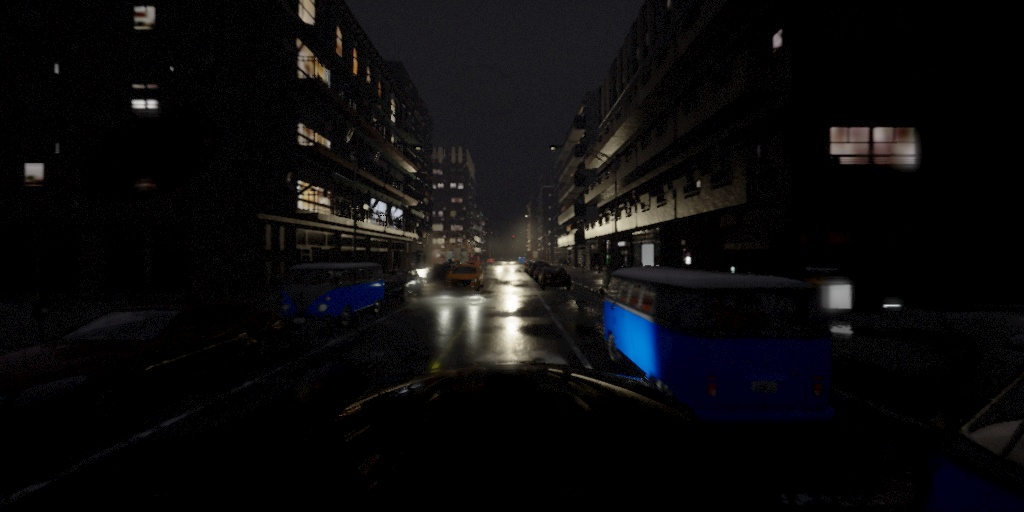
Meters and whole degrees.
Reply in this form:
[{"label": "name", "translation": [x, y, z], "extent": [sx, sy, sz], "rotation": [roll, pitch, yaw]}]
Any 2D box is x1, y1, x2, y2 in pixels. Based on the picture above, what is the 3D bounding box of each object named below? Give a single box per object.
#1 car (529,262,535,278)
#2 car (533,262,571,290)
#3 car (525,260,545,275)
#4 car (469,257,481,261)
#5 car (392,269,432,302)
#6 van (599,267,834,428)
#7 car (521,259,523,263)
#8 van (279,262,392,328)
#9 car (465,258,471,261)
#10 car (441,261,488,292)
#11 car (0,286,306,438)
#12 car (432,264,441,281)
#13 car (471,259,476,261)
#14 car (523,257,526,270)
[{"label": "car", "translation": [2.548, 1.327, 27.866], "extent": [1.802, 1.307, 4.207], "rotation": [0, 0, 0]}, {"label": "car", "translation": [2.552, 1.291, 22.272], "extent": [1.888, 1.381, 4.507], "rotation": [0, 0, 0]}, {"label": "car", "translation": [2.545, 1.183, 33.460], "extent": [1.967, 1.591, 4.097], "rotation": [0, 0, 0]}, {"label": "car", "translation": [-5.348, 1.055, 50.238], "extent": [2.192, 1.841, 5.009], "rotation": [0, 0, 0]}, {"label": "car", "translation": [-5.324, 1.302, 16.672], "extent": [2.007, 1.370, 4.403], "rotation": [0, 0, 0]}, {"label": "van", "translation": [2.564, 1.089, 5.489], "extent": [1.690, 1.789, 3.998], "rotation": [0, 0, 0]}, {"label": "car", "translation": [2.537, 1.178, 44.649], "extent": [1.967, 1.591, 4.097], "rotation": [0, 0, 0]}, {"label": "van", "translation": [-5.320, 1.093, 11.078], "extent": [1.690, 1.789, 3.998], "rotation": [0, 0, 0]}, {"label": "car", "translation": [-5.336, 1.187, 33.455], "extent": [1.967, 1.591, 4.097], "rotation": [0, 0, 0]}, {"label": "car", "translation": [-2.763, 1.264, 21.804], "extent": [1.882, 1.535, 5.008], "rotation": [0, 0, 0]}, {"label": "car", "translation": [-5.316, 1.335, 5.483], "extent": [1.802, 1.307, 4.207], "rotation": [0, 0, 0]}, {"label": "car", "translation": [-5.332, 1.315, 27.861], "extent": [1.948, 1.339, 4.313], "rotation": [0, 0, 0]}, {"label": "car", "translation": [-5.340, 1.327, 39.049], "extent": [1.802, 1.307, 4.207], "rotation": [0, 0, 0]}, {"label": "car", "translation": [2.541, 1.181, 39.055], "extent": [1.967, 1.591, 4.097], "rotation": [0, 0, 0]}]
